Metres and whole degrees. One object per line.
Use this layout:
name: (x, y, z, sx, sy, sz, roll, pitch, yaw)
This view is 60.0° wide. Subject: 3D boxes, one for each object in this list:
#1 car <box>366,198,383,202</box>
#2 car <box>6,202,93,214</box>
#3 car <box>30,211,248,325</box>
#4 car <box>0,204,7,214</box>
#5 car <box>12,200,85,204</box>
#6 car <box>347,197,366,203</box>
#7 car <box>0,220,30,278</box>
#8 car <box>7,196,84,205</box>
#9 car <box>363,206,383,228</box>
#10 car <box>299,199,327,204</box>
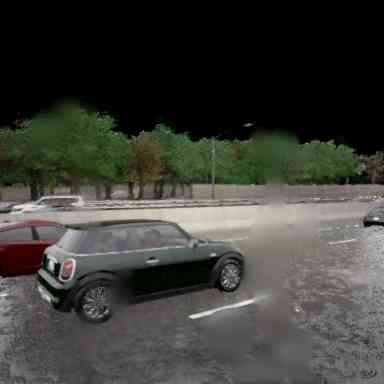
car: (28.595, 1.603, 49.873, 4.674, 1.442, 1.812, 0, 0, -34)
car: (-8.031, 1.582, 19.755, 4.892, 1.490, 1.837, 0, 0, -36)
car: (-0.875, 1.378, 7.417, 4.553, 1.767, 2.097, 0, 0, -36)
car: (-14.806, 1.620, 27.819, 4.892, 1.490, 1.837, 0, 0, -36)
car: (-9.383, 1.568, 23.091, 5.008, 1.535, 1.882, 0, 0, -36)
car: (26.505, 1.567, 52.680, 5.008, 1.535, 1.882, 0, 0, -34)
car: (-4.237, 1.516, 9.316, 5.008, 1.535, 1.882, 0, 0, -36)
car: (-11.093, 1.325, 26.173, 5.566, 2.045, 2.150, 0, 0, -36)
car: (12.923, 1.602, 21.535, 4.181, 1.385, 1.994, 0, 0, -35)
car: (18.732, 1.712, 51.528, 4.718, 1.301, 1.895, 0, 0, -35)
